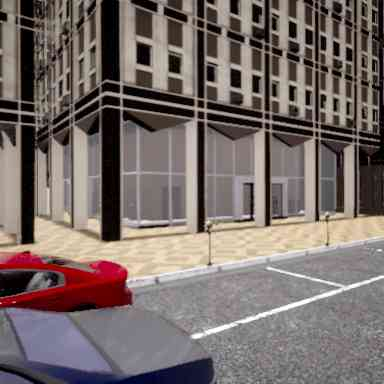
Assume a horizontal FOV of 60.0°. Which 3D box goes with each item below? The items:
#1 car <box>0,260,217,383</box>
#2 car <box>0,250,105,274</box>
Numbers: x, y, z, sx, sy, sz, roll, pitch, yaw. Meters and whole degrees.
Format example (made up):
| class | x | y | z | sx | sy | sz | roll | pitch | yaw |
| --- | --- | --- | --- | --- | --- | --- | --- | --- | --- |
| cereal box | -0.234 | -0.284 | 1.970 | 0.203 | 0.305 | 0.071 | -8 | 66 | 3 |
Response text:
| class | x | y | z | sx | sy | sz | roll | pitch | yaw |
| --- | --- | --- | --- | --- | --- | --- | --- | --- | --- |
| car | -2.252 | 1.552 | 1.770 | 5.357 | 1.411 | 2.033 | 0 | 0 | -35 |
| car | -3.013 | 1.544 | 4.408 | 4.507 | 1.381 | 1.887 | 0 | 0 | -36 |
